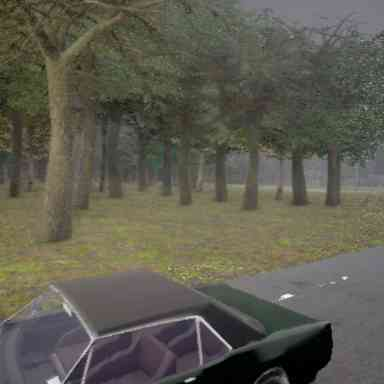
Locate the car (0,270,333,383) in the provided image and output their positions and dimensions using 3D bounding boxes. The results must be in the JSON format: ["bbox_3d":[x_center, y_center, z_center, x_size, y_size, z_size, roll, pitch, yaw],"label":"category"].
[{"bbox_3d":[-0.944,1.539,2.899,4.718,1.301,1.895,0,1,-34],"label":"car"}]
